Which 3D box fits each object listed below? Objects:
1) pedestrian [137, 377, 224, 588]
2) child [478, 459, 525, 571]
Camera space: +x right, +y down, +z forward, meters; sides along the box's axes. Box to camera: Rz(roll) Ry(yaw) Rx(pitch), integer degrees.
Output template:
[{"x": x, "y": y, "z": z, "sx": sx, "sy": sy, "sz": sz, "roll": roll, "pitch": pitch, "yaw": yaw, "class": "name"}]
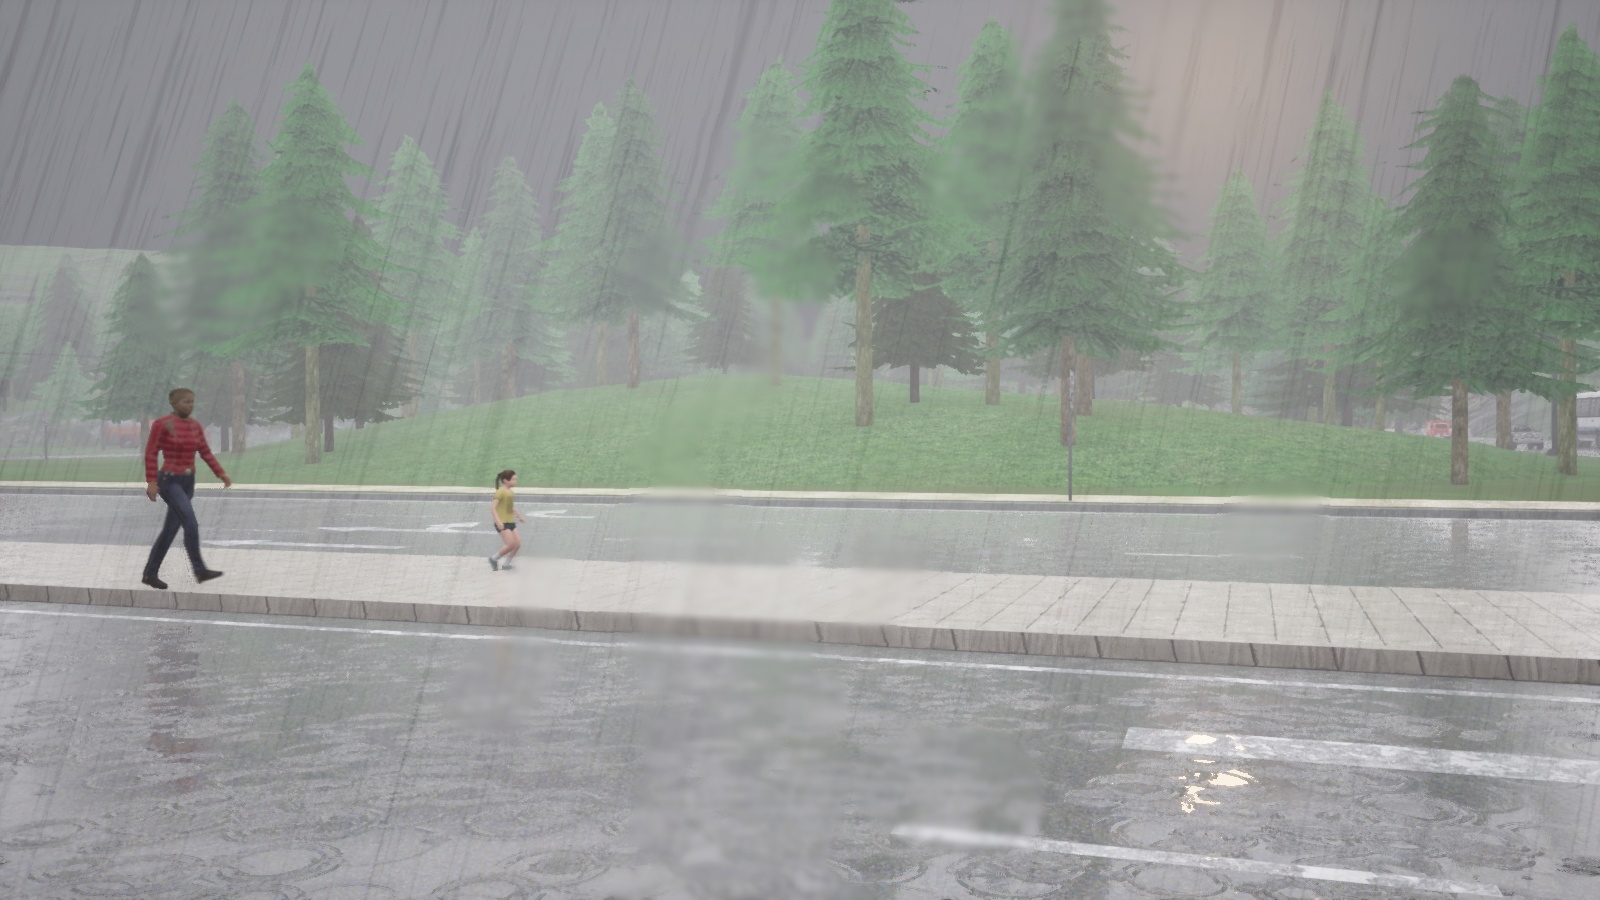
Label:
[{"x": -5.529, "y": 0.280, "z": 11.213, "sx": 0.636, "sy": 1.846, "sz": 0.331, "roll": 1, "pitch": 1, "yaw": 19, "class": "pedestrian"}, {"x": -3.010, "y": 0.647, "z": 12.668, "sx": 0.394, "sy": 1.110, "sz": 0.255, "roll": 0, "pitch": 1, "yaw": 14, "class": "child"}]
